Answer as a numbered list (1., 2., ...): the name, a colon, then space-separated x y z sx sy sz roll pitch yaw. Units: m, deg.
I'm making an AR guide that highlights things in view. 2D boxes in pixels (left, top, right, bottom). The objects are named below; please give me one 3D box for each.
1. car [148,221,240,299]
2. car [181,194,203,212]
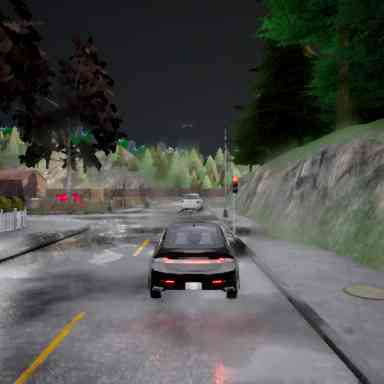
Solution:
1. car: 0.054 1.492 8.458 2.128 1.511 4.902 0 0 1
2. car: 0.028 1.221 38.110 2.150 2.045 5.566 1 0 6
